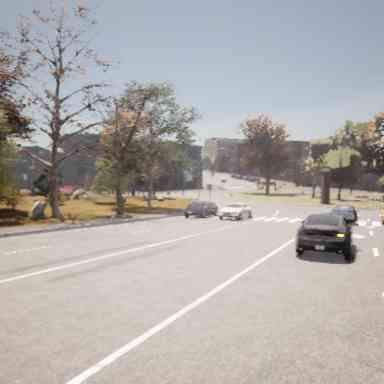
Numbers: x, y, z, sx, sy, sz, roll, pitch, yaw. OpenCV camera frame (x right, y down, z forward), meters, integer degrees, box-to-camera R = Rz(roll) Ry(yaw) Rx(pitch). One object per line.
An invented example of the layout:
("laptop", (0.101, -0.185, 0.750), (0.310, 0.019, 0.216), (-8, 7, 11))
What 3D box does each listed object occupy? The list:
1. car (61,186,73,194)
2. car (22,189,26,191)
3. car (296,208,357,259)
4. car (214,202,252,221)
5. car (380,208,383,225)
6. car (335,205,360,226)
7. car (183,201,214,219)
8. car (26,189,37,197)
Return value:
("car", (-23.612, -0.059, 62.940), (2.435, 2.045, 5.566), (-1, 2, -11))
("car", (-32.376, 0.241, 64.218), (1.946, 1.575, 5.366), (-1, 2, -11))
("car", (5.433, 1.617, 13.345), (1.837, 1.490, 4.892), (0, 0, 28))
("car", (3.880, 1.649, 29.030), (1.812, 1.442, 4.674), (0, 0, 28))
("car", (15.728, 1.676, 25.664), (1.882, 1.535, 5.008), (0, 0, 28))
("car", (11.825, 1.723, 25.782), (2.033, 1.411, 5.357), (0, 0, 28))
("car", (0.950, 1.611, 30.978), (1.837, 1.490, 4.892), (0, 0, 28))
("car", (-29.484, 0.102, 63.880), (2.185, 1.767, 4.553), (-1, 2, -11))
